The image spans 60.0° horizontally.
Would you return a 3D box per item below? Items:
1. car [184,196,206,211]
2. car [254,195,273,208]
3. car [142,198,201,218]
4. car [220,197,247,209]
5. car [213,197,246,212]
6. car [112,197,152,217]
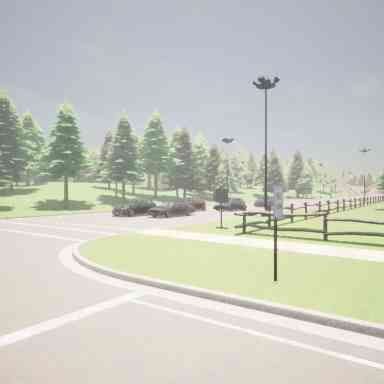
[{"bbox_3d":[-0.278,1.352,38.657,2.097,1.767,4.553,0,0,35],"label":"car"},{"bbox_3d":[10.649,1.355,48.090,2.097,1.767,4.553,0,0,35],"label":"car"},{"bbox_3d":[-1.752,1.547,30.476,2.033,1.411,5.357,0,0,35],"label":"car"},{"bbox_3d":[6.020,1.504,47.607,1.837,1.490,4.892,0,0,35],"label":"car"},{"bbox_3d":[4.510,1.548,39.387,2.033,1.411,5.357,0,0,35],"label":"car"},{"bbox_3d":[-5.371,1.352,31.410,2.097,1.767,4.553,0,0,35],"label":"car"}]
